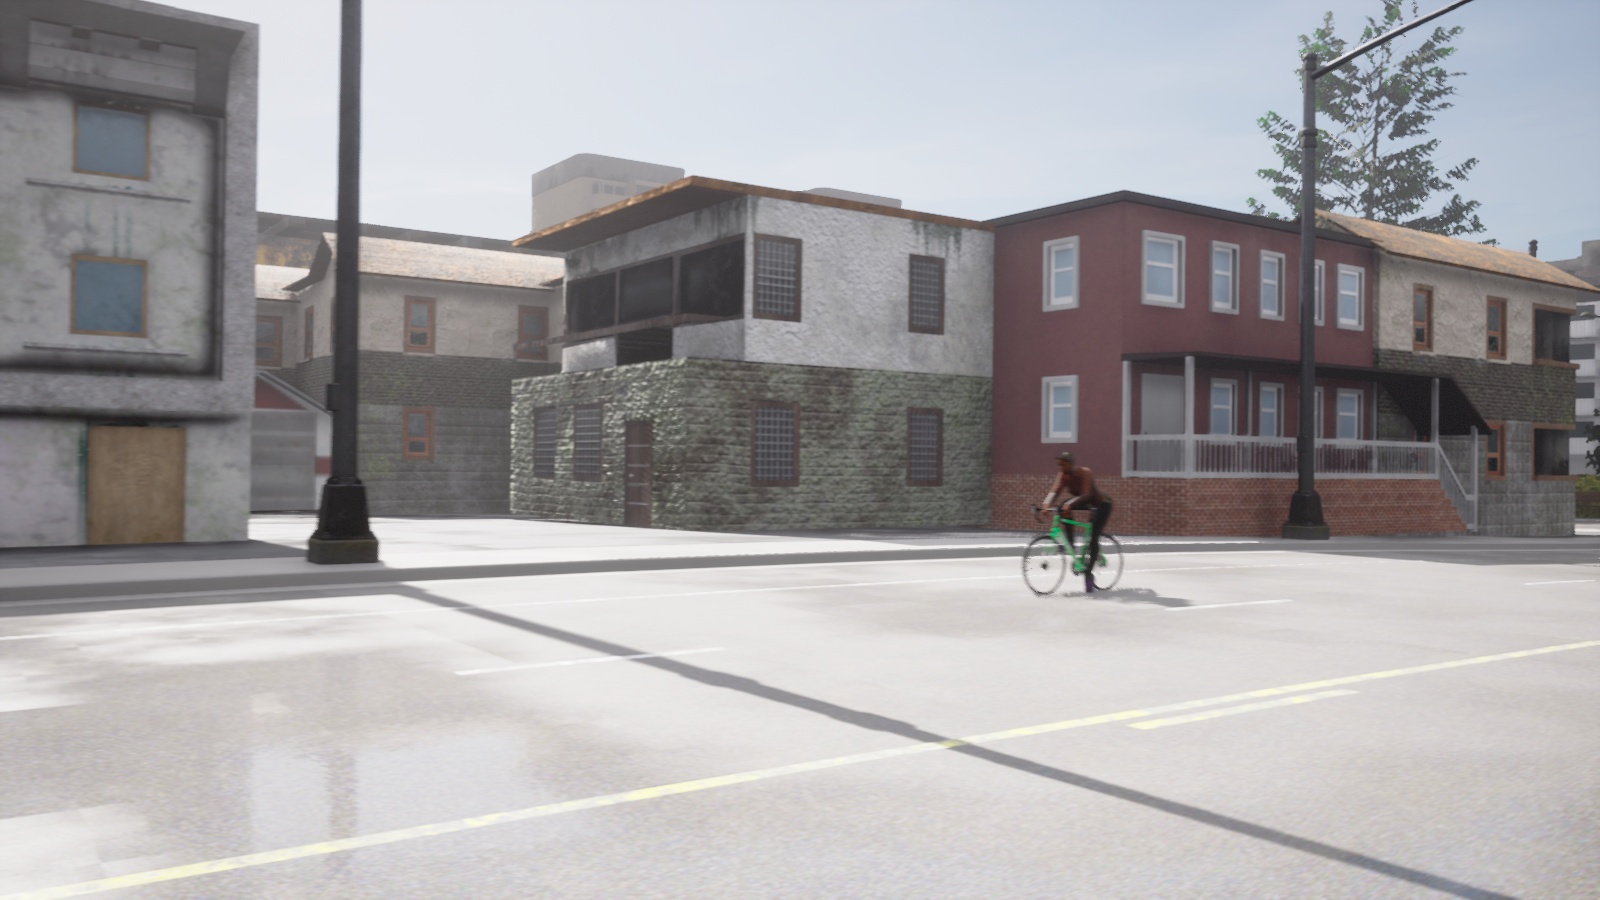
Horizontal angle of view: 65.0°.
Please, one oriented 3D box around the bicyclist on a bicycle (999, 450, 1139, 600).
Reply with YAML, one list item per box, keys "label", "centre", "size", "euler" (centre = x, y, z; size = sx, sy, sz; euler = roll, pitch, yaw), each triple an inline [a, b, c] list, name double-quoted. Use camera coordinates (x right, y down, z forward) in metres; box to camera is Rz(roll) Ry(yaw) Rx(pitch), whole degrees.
- label: "bicyclist on a bicycle"
  centre: [3.083, 0.822, 14.332]
  size: [1.656, 1.620, 0.582]
  euler: [1, -1, -35]
